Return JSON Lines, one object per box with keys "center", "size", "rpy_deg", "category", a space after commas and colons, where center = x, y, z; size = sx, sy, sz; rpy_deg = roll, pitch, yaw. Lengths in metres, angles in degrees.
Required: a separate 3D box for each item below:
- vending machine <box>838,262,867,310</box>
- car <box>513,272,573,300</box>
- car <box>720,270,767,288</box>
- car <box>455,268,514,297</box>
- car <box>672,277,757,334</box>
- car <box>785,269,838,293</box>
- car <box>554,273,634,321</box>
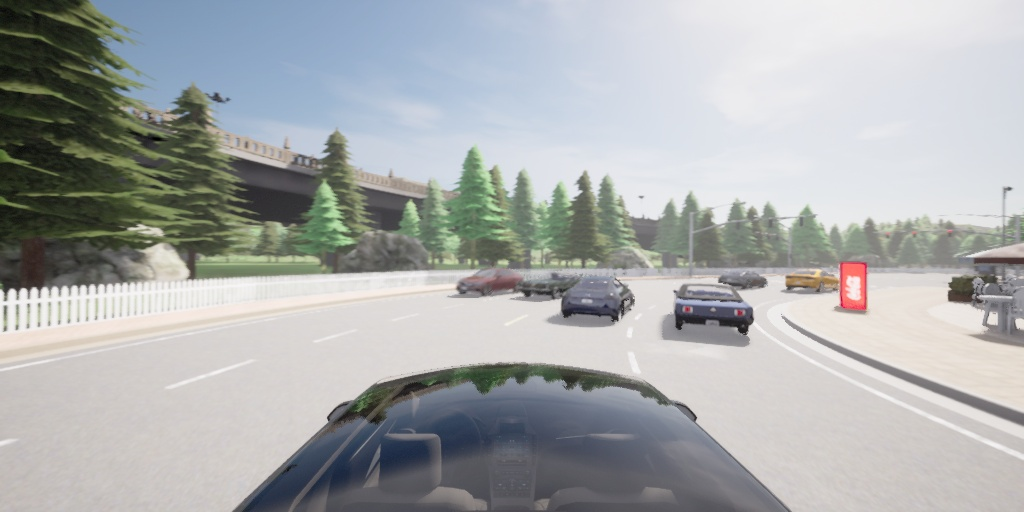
{"center": [14.063, 1.236, 14.763], "size": [0.880, 2.100, 1.100], "rpy_deg": [0, 0, -45], "category": "vending machine"}
{"center": [2.332, 1.498, 18.984], "size": [1.895, 1.301, 4.718], "rpy_deg": [1, 0, 36], "category": "car"}
{"center": [17.385, 1.734, 27.025], "size": [4.181, 1.385, 1.994], "rpy_deg": [1, 0, -33], "category": "car"}
{"center": [-1.088, 1.379, 19.858], "size": [1.812, 1.442, 4.674], "rpy_deg": [0, -1, 34], "category": "car"}
{"center": [6.179, 1.505, 11.471], "size": [1.895, 1.301, 4.718], "rpy_deg": [1, 0, 24], "category": "car"}
{"center": [21.334, 1.695, 25.467], "size": [5.008, 1.535, 1.882], "rpy_deg": [1, 0, -33], "category": "car"}
{"center": [3.269, 1.438, 13.281], "size": [1.994, 1.385, 4.181], "rpy_deg": [1, 0, 26], "category": "car"}
